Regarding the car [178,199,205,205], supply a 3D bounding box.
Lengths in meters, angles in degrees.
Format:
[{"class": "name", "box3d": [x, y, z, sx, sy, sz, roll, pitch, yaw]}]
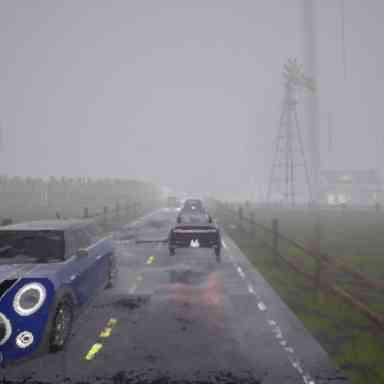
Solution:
[{"class": "car", "box3d": [0.095, 1.376, 30.380, 2.097, 1.767, 4.553, 0, 0, 0]}]

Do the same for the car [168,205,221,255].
[{"class": "car", "box3d": [0.095, 1.501, 13.286, 2.128, 1.511, 4.902, 0, 0, 0]}]

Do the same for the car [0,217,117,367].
[{"class": "car", "box3d": [-2.853, 1.356, 6.113, 2.097, 1.767, 4.553, 0, 0, 0]}]

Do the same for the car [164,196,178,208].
[{"class": "car", "box3d": [-2.839, 1.397, 48.670, 2.097, 1.767, 4.553, 0, 0, 0]}]
